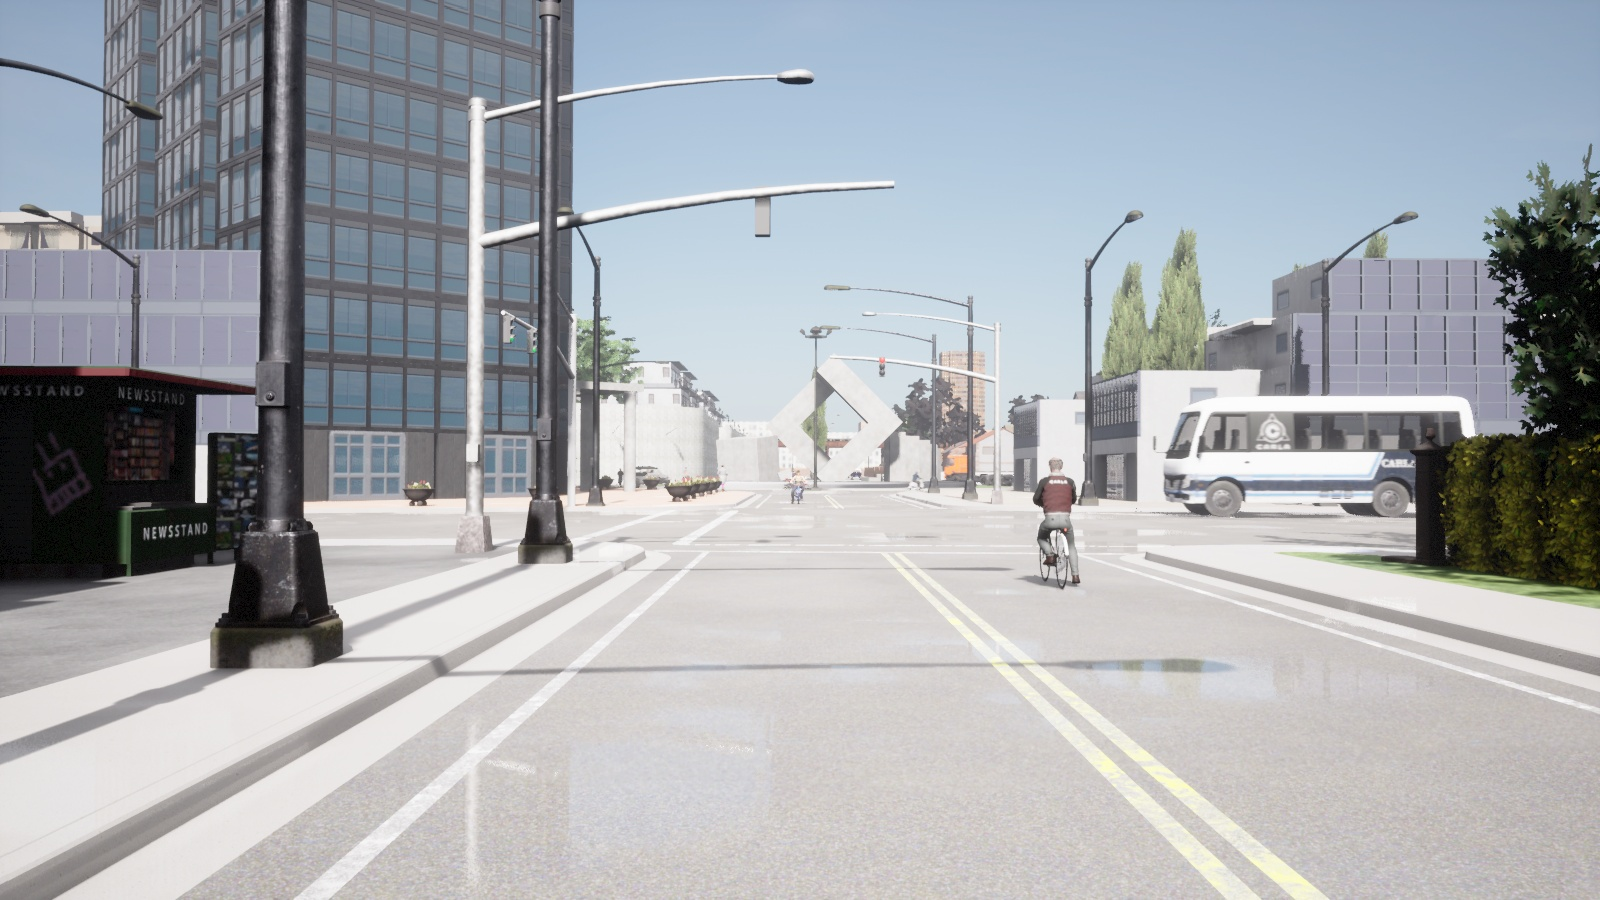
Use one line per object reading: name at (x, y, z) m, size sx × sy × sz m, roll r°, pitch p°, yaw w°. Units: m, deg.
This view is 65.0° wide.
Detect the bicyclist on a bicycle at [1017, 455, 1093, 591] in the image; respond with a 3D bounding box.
bicyclist on a bicycle at (3.485, 0.961, 17.280) m, size 0.659 × 1.776 × 1.843 m, roll 0°, pitch -1°, yaw 0°

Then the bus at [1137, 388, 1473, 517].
bus at (17.574, 0.095, 44.449) m, size 10.273 × 4.253 × 3.944 m, roll -1°, pitch 0°, yaw 2°
